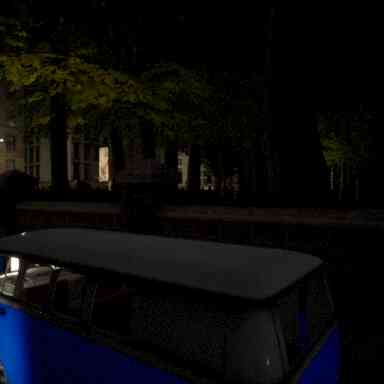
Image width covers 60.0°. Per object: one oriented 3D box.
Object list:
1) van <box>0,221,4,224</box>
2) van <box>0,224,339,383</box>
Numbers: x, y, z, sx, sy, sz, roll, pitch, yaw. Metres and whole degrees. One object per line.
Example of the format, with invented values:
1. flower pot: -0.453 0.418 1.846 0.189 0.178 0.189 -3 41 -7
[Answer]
1. van: -5.246 1.340 6.628 3.998 1.788 1.690 0 0 36
2. van: -0.653 1.341 3.325 3.998 1.788 1.690 0 0 36
